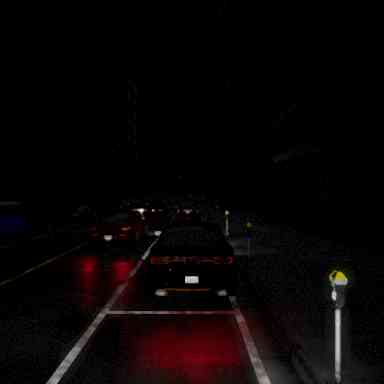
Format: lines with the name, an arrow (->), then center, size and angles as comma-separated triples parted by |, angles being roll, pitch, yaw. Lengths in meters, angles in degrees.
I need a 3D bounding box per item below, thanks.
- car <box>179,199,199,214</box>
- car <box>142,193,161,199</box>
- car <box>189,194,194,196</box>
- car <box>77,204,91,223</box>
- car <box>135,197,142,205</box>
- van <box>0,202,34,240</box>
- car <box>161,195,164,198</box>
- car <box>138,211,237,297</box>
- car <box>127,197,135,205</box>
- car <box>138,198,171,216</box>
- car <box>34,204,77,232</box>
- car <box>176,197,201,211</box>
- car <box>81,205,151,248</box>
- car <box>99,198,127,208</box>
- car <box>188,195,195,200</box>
car -> -0.290, 1.557, 36.484 | 2.008, 1.369, 4.403 | 0, 0, 0
car -> -6.147, 1.218, 48.101 | 2.150, 2.045, 5.566 | 0, 0, 0
car -> -0.257, 1.501, 84.576 | 1.967, 1.590, 4.097 | 0, 0, 0
car -> -8.815, 1.585, 25.481 | 1.802, 1.307, 4.206 | 0, 0, 0
car -> -8.816, 1.452, 47.486 | 1.967, 1.590, 4.097 | 0, 0, 0
van -> -8.815, 1.342, 14.478 | 1.690, 1.788, 3.998 | 0, 0, 0
car -> -8.782, 1.643, 84.589 | 1.802, 1.307, 4.206 | 0, 0, 0
car -> -0.006, 1.478, 8.650 | 1.882, 1.535, 5.008 | 0, 0, 0
car -> -8.815, 1.591, 41.985 | 1.802, 1.307, 4.206 | 0, 0, 0
car -> -3.145, 1.552, 29.380 | 2.033, 1.411, 5.357 | 0, 0, 0
car -> -8.815, 1.568, 19.979 | 1.947, 1.339, 4.313 | 0, 0, 0
car -> -0.290, 1.443, 25.481 | 1.967, 1.590, 4.097 | 0, 0, 0
car -> -3.141, 1.527, 14.769 | 1.812, 1.442, 4.674 | 0, 0, 0
car -> -8.815, 1.572, 36.483 | 1.947, 1.339, 4.313 | 0, 0, 0
car -> -0.237, 1.636, 95.394 | 2.008, 1.369, 4.403 | 0, 0, 0
